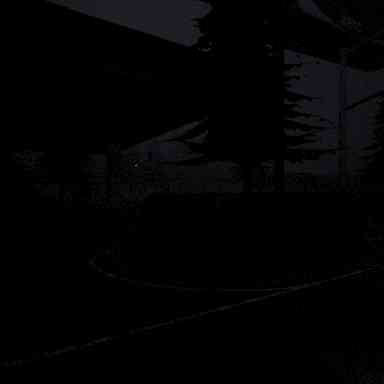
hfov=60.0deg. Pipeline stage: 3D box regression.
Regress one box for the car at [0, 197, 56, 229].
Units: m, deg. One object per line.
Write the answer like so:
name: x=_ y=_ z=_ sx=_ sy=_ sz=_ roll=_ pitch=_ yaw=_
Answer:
car: x=-11.854 y=1.313 z=23.546 sx=3.866 sy=1.878 sz=1.905 roll=0 pitch=0 yaw=-36
